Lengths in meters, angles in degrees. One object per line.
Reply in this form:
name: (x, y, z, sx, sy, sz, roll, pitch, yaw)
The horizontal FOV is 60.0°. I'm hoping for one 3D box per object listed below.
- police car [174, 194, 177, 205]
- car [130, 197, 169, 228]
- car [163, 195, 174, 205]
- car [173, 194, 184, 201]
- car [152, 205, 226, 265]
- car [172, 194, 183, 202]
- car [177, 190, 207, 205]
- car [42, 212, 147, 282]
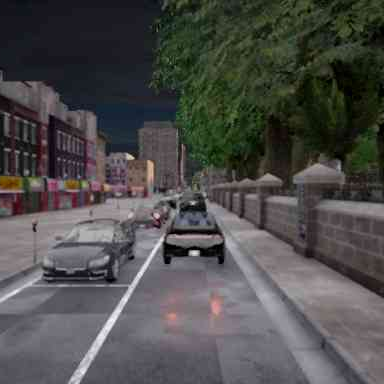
police car: (-2.745, 1.146, 38.251, 1.930, 1.638, 5.238, 0, 0, 0)
car: (-2.645, 1.293, 19.950, 1.967, 1.590, 4.097, 0, 0, 0)
car: (-2.643, 1.255, 25.222, 1.967, 1.590, 4.097, 0, 0, 0)
car: (-2.629, 1.088, 65.504, 1.947, 1.339, 4.313, 0, 0, 0)
car: (0.071, 1.408, 11.317, 2.128, 1.511, 4.902, 0, 0, 0)
car: (-2.629, 1.130, 61.842, 1.802, 1.307, 4.206, 0, 0, 0)
car: (0.089, 1.008, 29.020, 2.150, 2.045, 5.566, 0, 0, 0)
car: (-2.650, 1.481, 9.412, 2.008, 1.369, 4.403, 0, 0, 0)
